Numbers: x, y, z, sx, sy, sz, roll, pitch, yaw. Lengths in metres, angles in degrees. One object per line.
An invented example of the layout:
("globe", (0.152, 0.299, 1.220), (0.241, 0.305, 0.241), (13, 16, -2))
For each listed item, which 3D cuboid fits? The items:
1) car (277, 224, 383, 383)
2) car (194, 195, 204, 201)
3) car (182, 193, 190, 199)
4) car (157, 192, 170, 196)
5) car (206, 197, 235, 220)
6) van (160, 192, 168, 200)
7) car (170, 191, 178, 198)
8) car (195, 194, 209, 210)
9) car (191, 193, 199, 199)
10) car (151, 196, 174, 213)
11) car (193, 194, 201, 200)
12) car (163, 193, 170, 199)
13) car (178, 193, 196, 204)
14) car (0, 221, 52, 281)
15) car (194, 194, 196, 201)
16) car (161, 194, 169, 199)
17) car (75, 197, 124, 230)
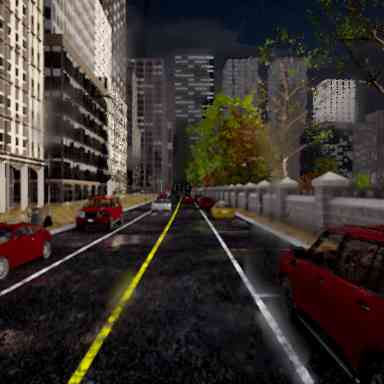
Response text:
("car", (2.558, 1.298, 4.112), (2.192, 1.841, 5.009), (0, 0, 0))
("car", (1.399, 1.249, 70.684), (1.947, 1.339, 4.313), (0, 0, -1))
("car", (-1.409, 0.977, 81.060), (1.837, 1.490, 4.892), (0, 0, -1))
("car", (-6.758, 0.973, 76.141), (2.192, 1.841, 5.009), (0, 0, -1))
("car", (2.363, 1.414, 26.473), (1.752, 1.417, 4.829), (0, 0, -1))
("van", (-6.889, 0.971, 81.680), (1.690, 1.788, 3.998), (0, 0, -1))
("car", (-4.056, 0.723, 76.513), (2.150, 2.045, 5.566), (0, 0, -1))
("car", (1.772, 1.301, 40.854), (1.882, 1.535, 5.008), (0, 0, -1))
("car", (0.873, 1.011, 92.876), (1.967, 1.590, 4.097), (0, 0, -1))
("car", (-3.201, 1.452, 35.181), (1.895, 1.301, 4.718), (0, 0, -1))
("car", (1.136, 1.210, 81.780), (1.802, 1.307, 4.206), (0, 0, -1))
("car", (-7.147, 1.099, 92.590), (1.752, 1.417, 4.829), (0, 0, -1))
("car", (-0.873, 1.093, 58.636), (2.097, 1.767, 4.553), (0, 0, -1))
("car", (-5.492, 1.543, 9.616), (1.802, 1.307, 4.206), (0, 0, 0))
("car", (1.793, 1.344, 54.039), (1.802, 1.307, 4.206), (0, 0, -1))
("car", (-7.020, 1.184, 87.221), (1.802, 1.307, 4.206), (0, 0, -1))
("car", (-5.587, 1.230, 20.709), (2.192, 1.841, 5.009), (0, 0, -1))
